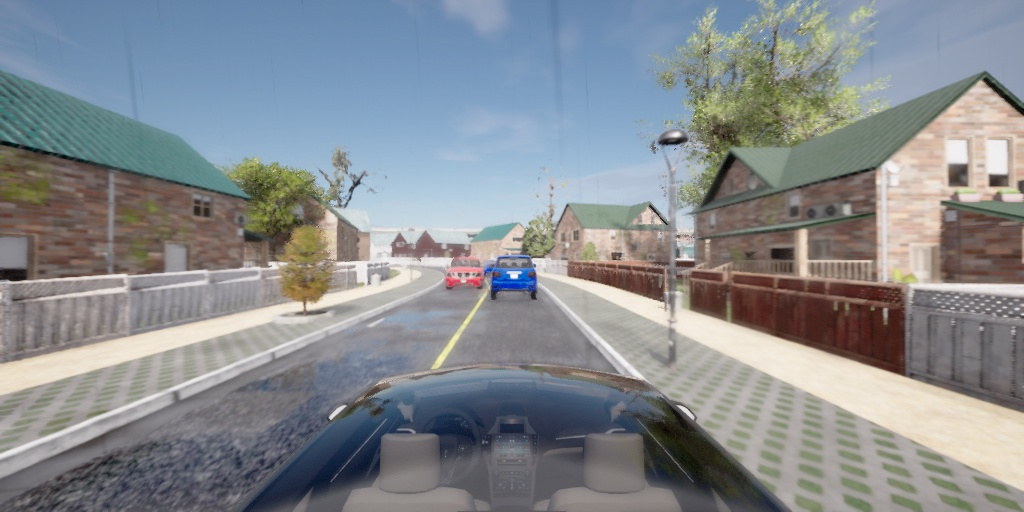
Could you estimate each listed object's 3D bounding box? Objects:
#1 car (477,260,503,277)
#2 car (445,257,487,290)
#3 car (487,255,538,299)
[{"bbox_3d":[-2.318,1.211,36.570,1.882,1.535,5.008,0,0,-13],"label":"car"},{"bbox_3d":[-2.907,1.069,22.965,2.150,2.045,5.566,0,0,-4],"label":"car"},{"bbox_3d":[0.052,0.967,18.122,2.150,2.045,5.566,0,0,-1],"label":"car"}]
